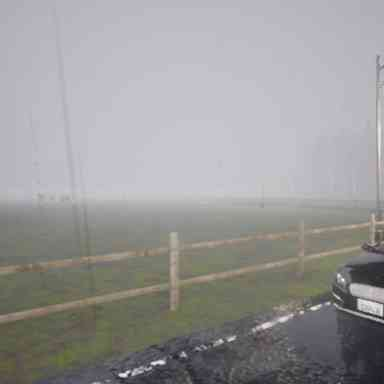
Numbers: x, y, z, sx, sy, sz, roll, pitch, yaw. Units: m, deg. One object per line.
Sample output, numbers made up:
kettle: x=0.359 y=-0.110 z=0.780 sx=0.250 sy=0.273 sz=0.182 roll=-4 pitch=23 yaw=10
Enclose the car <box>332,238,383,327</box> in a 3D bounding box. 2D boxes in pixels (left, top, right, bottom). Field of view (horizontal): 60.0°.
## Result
car: x=4.653 y=1.436 z=6.376 sx=4.902 sy=1.511 sz=2.128 roll=-1 pitch=0 yaw=-35
